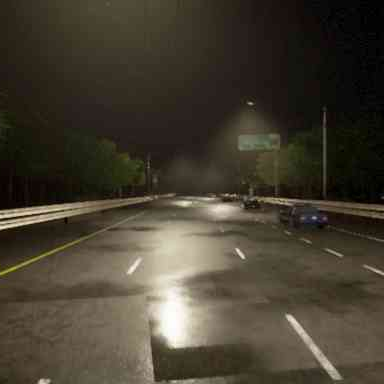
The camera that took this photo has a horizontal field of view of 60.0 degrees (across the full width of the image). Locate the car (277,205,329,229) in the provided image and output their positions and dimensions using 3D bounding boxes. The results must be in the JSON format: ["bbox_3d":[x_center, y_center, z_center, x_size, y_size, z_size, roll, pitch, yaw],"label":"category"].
[{"bbox_3d":[7.032,1.548,21.611,2.033,1.411,5.357,0,0,0],"label":"car"}]

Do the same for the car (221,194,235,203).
[{"bbox_3d":[7.241,1.511,70.201,1.994,1.385,4.181,0,0,0],"label":"car"}]

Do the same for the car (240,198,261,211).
[{"bbox_3d":[7.103,1.480,40.636,2.128,1.511,4.902,0,0,0],"label":"car"}]
